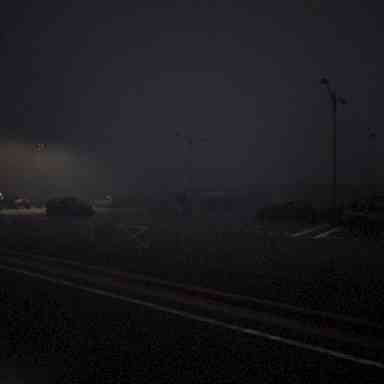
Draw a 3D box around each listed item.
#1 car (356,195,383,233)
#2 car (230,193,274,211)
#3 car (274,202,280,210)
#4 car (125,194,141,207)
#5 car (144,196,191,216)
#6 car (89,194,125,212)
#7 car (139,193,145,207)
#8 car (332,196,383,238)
[{"bbox_3d":[10.712,1.128,17.039,3.866,1.878,1.905,0,0,35],"label":"car"},{"bbox_3d":[7.724,1.100,43.185,4.605,1.855,1.932,0,0,35],"label":"car"},{"bbox_3d":[9.452,1.306,45.512,3.905,1.438,1.784,0,0,35],"label":"car"},{"bbox_3d":[-9.284,1.324,45.149,3.905,1.438,1.784,0,0,35],"label":"car"},{"bbox_3d":[-1.974,1.366,29.348,3.806,1.475,1.970,0,0,35],"label":"car"},{"bbox_3d":[-10.959,1.360,42.787,3.806,1.475,1.970,0,0,35],"label":"car"},{"bbox_3d":[-7.773,1.110,47.367,4.605,1.855,1.932,0,0,35],"label":"car"},{"bbox_3d":[8.994,1.129,14.710,4.605,1.855,1.932,0,0,35],"label":"car"}]
